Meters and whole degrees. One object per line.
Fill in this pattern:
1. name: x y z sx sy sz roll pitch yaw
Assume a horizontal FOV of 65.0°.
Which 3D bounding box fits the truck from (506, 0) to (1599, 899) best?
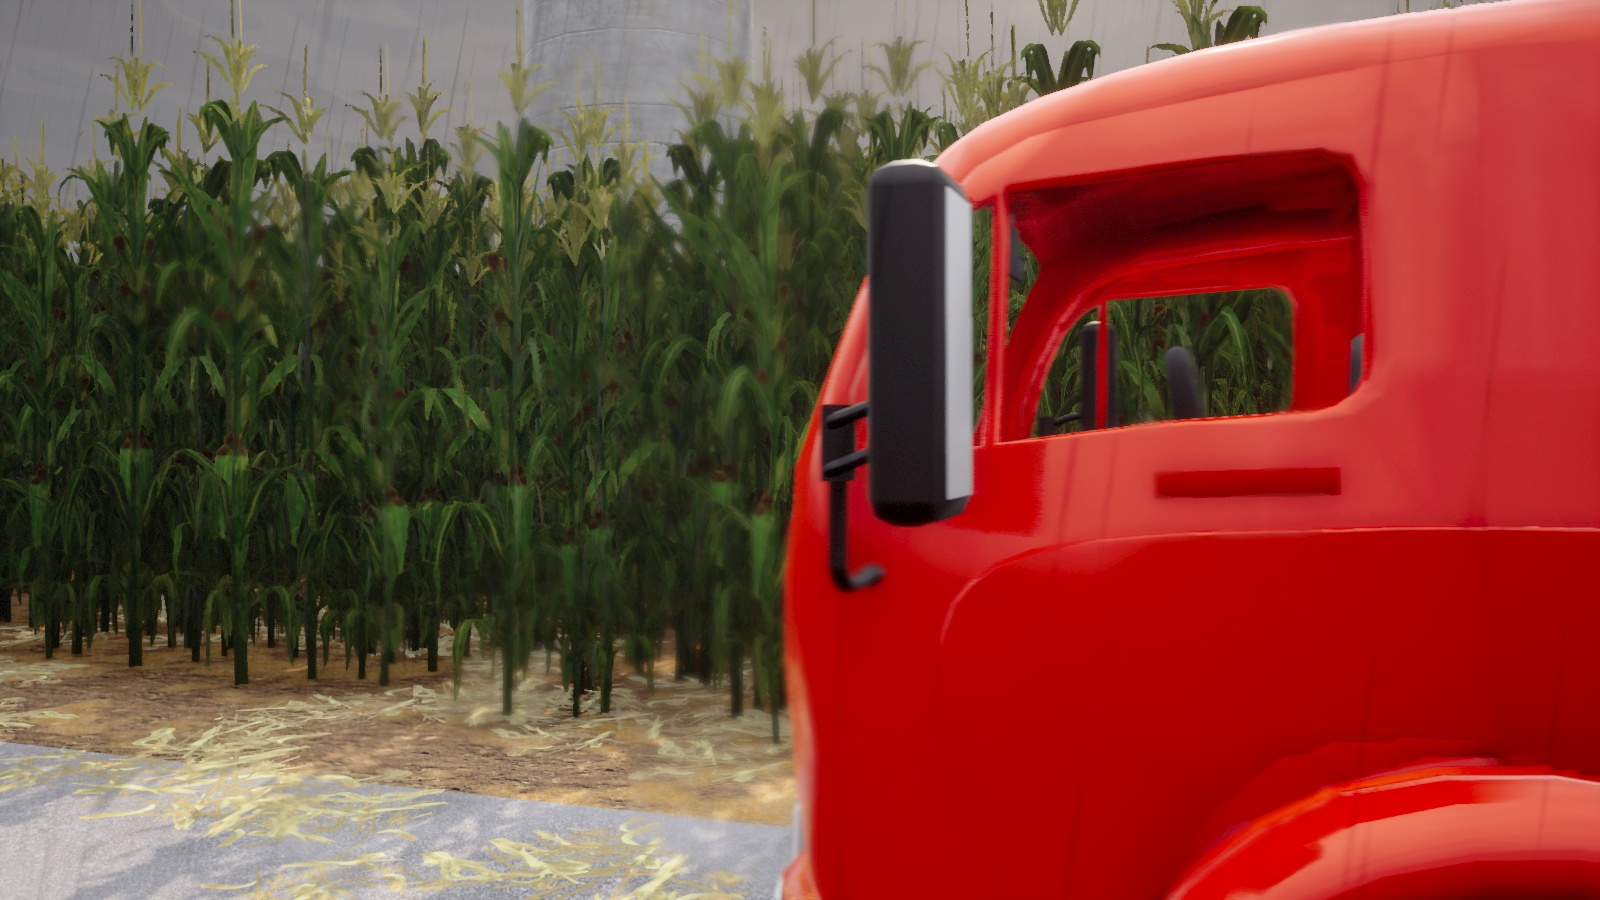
1. truck: 2.536 0.319 1.910 5.204 2.467 2.627 0 1 19
